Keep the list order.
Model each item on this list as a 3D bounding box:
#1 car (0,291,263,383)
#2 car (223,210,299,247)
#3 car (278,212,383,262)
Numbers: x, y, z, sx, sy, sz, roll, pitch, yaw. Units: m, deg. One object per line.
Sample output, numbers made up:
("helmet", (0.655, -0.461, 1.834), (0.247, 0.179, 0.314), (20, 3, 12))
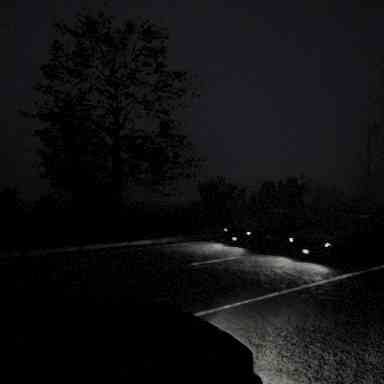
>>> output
("car", (-1.940, 1.544, 2.383), (5.357, 1.411, 2.033), (0, 0, -35))
("car", (3.958, 1.535, 15.164), (5.357, 1.411, 2.033), (0, 0, -34))
("car", (5.884, 1.538, 12.241), (5.357, 1.411, 2.033), (0, 0, -34))
